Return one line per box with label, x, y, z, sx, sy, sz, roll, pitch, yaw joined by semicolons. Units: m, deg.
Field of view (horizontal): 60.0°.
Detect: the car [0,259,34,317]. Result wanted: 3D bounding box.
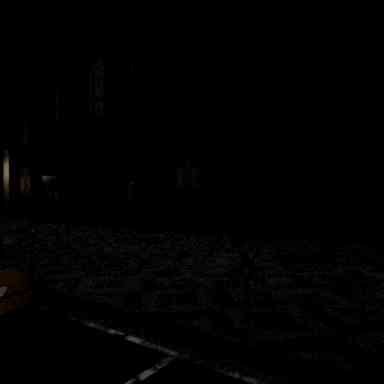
car;-5.012;1.584;6.542;4.829;1.417;1.752;-1;0;36
